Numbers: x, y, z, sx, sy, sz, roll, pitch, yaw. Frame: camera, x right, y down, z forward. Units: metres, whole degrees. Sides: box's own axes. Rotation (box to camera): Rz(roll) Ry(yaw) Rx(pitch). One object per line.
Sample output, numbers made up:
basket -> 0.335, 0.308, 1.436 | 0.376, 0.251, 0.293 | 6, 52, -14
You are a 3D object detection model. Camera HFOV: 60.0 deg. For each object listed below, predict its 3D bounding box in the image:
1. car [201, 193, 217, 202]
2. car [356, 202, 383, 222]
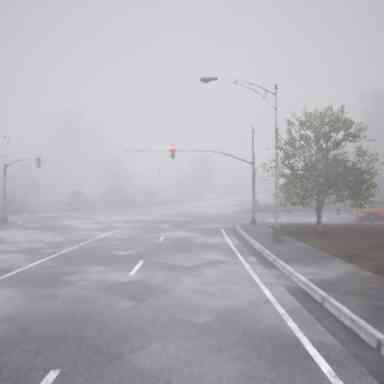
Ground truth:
car -> 4.102, 1.288, 80.082 | 2.150, 2.045, 5.566 | 0, 2, 25
car -> 17.135, 1.656, 29.337 | 4.553, 1.767, 2.097 | -1, -1, 3
